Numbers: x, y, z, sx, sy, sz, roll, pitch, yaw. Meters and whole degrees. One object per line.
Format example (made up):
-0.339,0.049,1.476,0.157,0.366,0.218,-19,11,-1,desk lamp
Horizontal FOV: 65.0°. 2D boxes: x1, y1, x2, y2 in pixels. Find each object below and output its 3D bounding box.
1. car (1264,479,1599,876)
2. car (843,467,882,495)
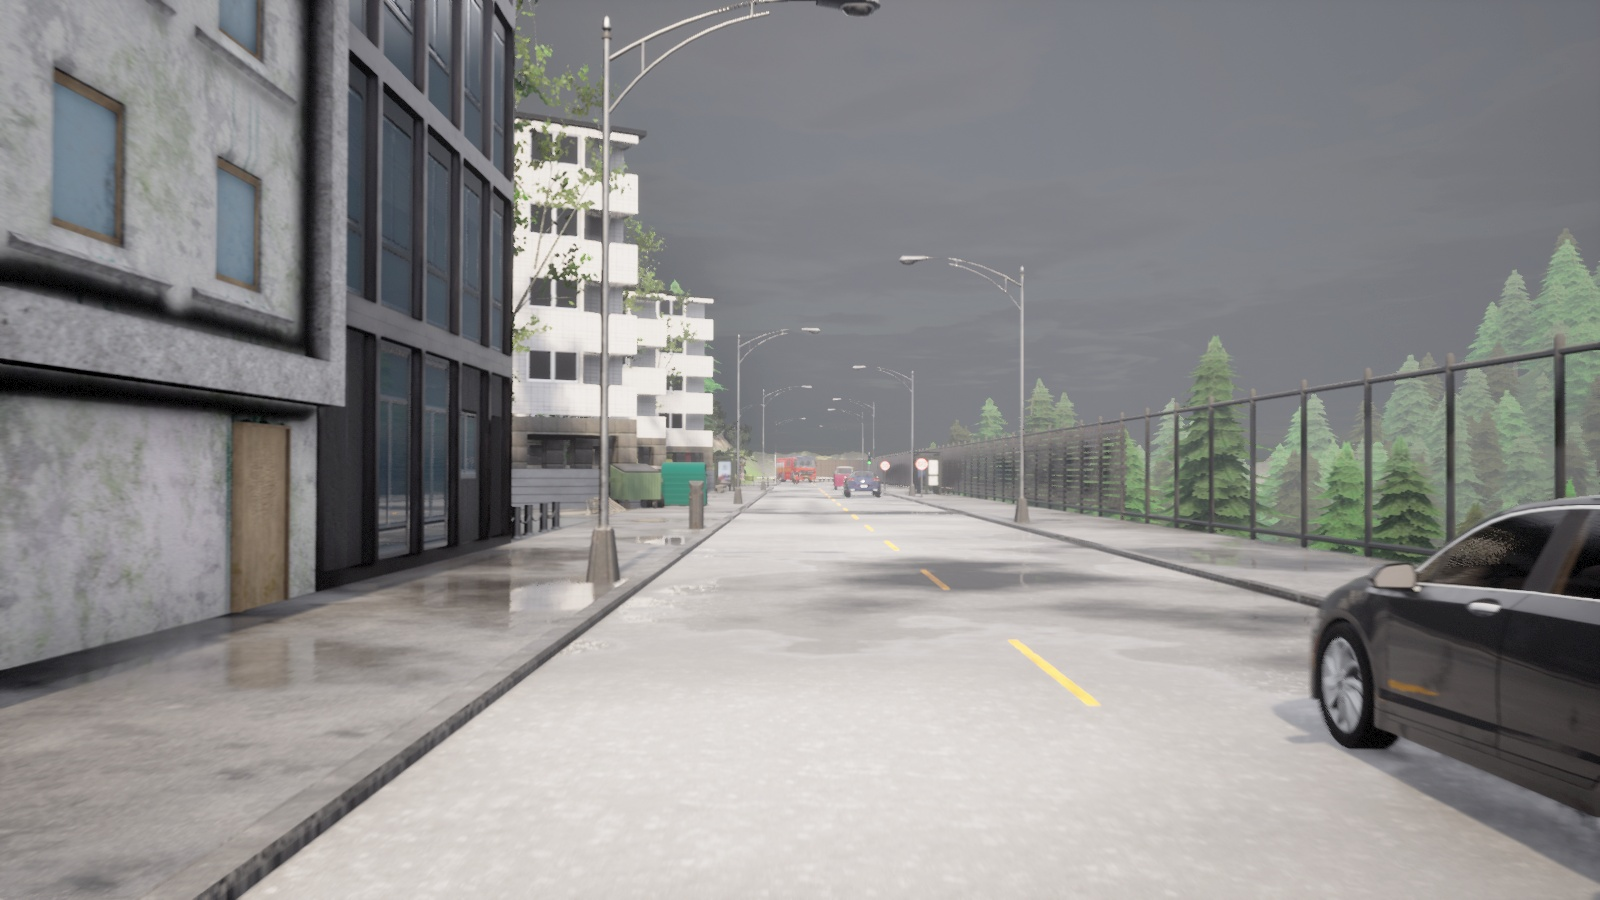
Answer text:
3.983,0.901,5.807,1.837,1.490,4.892,0,-1,0,car
3.801,1.871,77.240,2.152,1.651,5.027,0,-1,0,car
